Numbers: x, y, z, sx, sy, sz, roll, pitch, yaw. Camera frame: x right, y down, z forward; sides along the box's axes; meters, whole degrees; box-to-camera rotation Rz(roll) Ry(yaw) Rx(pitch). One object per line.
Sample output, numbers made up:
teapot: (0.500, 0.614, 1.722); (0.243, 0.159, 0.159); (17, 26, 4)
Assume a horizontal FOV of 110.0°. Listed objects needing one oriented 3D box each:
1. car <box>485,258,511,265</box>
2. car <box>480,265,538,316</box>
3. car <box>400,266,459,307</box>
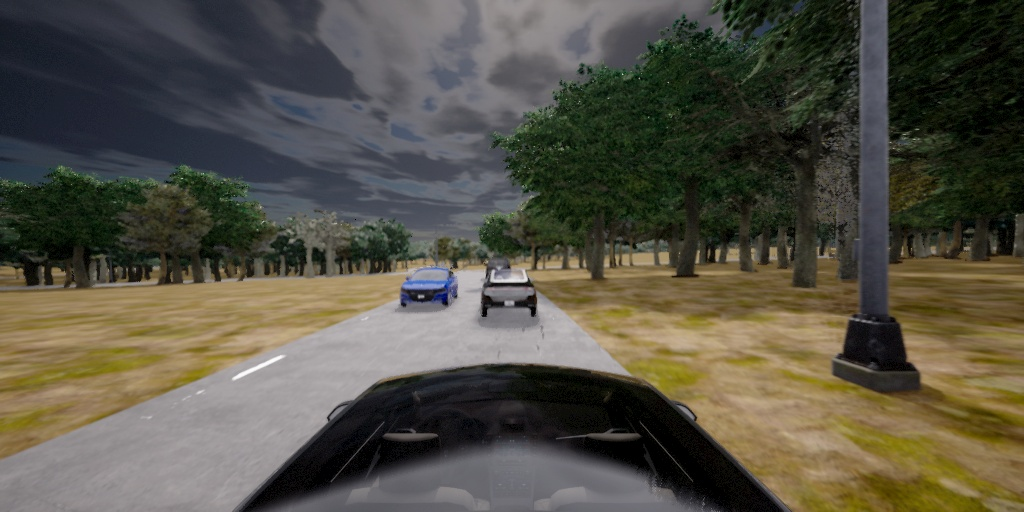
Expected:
car: (-1.271, 1.232, 32.656); (2.150, 2.045, 5.566); (0, -1, -5)
car: (-0.145, 1.230, 13.263); (2.128, 1.511, 4.902); (0, 0, -2)
car: (-3.432, 1.240, 15.631); (1.882, 1.535, 5.008); (0, 0, -2)
